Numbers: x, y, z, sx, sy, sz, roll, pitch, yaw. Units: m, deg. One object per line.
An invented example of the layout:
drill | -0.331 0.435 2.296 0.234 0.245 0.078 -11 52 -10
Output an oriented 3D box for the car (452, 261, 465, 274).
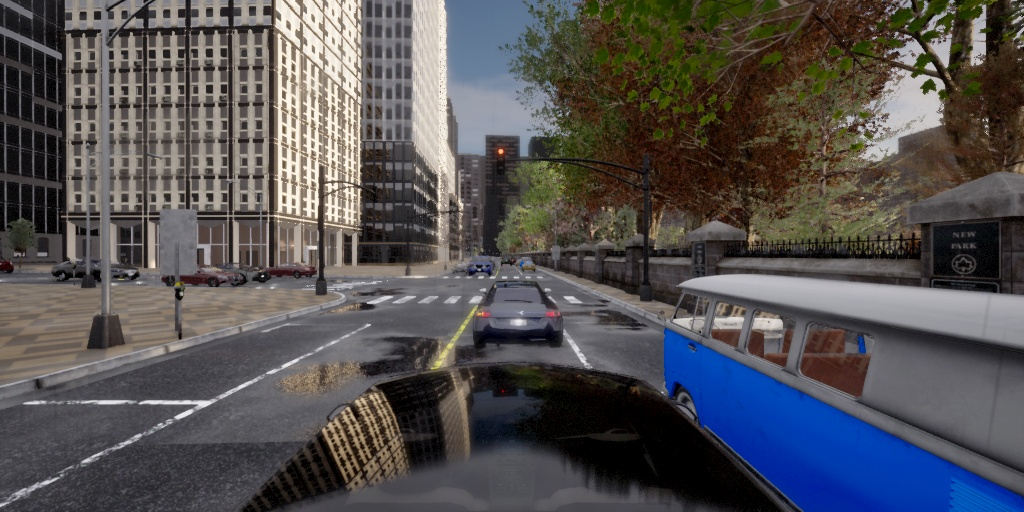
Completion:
car | -5.631 1.288 40.341 2.007 1.370 4.403 0 0 -1

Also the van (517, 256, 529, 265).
van | 2.008 1.071 51.765 1.690 1.789 3.998 0 0 -1

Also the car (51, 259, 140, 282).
car | -27.974 0.941 24.182 4.902 1.511 2.128 1 0 3

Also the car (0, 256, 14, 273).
car | -45.534 0.676 30.569 4.097 1.591 1.967 0 0 1

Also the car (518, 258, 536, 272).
car | 2.131 1.260 46.392 1.751 1.417 4.829 0 0 -1

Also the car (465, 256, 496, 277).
car | -3.103 0.963 36.237 2.150 2.045 5.566 0 0 -1

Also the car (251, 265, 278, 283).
car | -18.277 1.123 23.574 4.181 1.385 1.994 1 0 4

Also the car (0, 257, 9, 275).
car | -38.273 0.896 24.721 4.181 1.385 1.994 1 0 2

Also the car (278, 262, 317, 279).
car | -18.085 1.127 29.139 4.207 1.307 1.802 0 0 4

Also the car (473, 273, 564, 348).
car | 0.101 1.313 9.254 1.994 1.385 4.181 0 0 -1

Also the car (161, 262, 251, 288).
car | -18.151 1.149 21.026 4.207 1.307 1.802 0 0 4

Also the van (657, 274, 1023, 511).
van | 2.568 1.091 2.673 1.690 1.789 3.998 0 0 0
